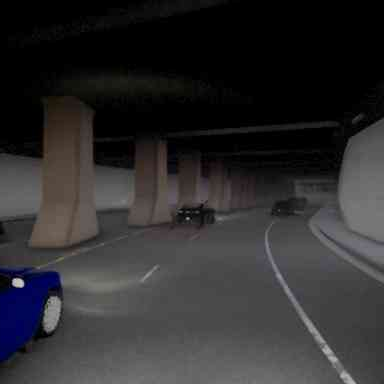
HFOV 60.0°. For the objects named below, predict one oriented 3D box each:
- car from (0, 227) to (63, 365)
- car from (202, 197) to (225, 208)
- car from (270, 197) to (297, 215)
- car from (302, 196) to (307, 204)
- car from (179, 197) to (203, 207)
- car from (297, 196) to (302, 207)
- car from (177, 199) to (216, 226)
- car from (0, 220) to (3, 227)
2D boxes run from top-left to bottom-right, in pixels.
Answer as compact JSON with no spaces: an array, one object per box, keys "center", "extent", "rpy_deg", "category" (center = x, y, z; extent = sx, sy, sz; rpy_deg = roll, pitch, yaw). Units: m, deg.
[{"center":[-3.151,1.462,3.574],"extent":[1.882,1.535,5.008],"rpy_deg":[0,0,3],"category":"car"},{"center":[3.287,1.548,50.032],"extent":[1.837,1.490,4.892],"rpy_deg":[0,0,24],"category":"car"},{"center":[9.461,1.596,34.616],"extent":[1.812,1.442,4.674],"rpy_deg":[0,0,23],"category":"car"},{"center":[21.897,1.568,66.714],"extent":[2.128,1.511,4.902],"rpy_deg":[0,0,23],"category":"car"},{"center":[-0.050,1.503,51.104],"extent":[1.882,1.535,5.008],"rpy_deg":[0,0,24],"category":"car"},{"center":[15.921,1.620,52.954],"extent":[1.837,1.490,4.892],"rpy_deg":[0,0,23],"category":"car"},{"center":[0.407,1.506,23.640],"extent":[2.128,1.511,4.902],"rpy_deg":[0,0,16],"category":"car"},{"center":[-9.516,1.501,12.490],"extent":[2.033,1.411,5.357],"rpy_deg":[0,0,8],"category":"car"}]
